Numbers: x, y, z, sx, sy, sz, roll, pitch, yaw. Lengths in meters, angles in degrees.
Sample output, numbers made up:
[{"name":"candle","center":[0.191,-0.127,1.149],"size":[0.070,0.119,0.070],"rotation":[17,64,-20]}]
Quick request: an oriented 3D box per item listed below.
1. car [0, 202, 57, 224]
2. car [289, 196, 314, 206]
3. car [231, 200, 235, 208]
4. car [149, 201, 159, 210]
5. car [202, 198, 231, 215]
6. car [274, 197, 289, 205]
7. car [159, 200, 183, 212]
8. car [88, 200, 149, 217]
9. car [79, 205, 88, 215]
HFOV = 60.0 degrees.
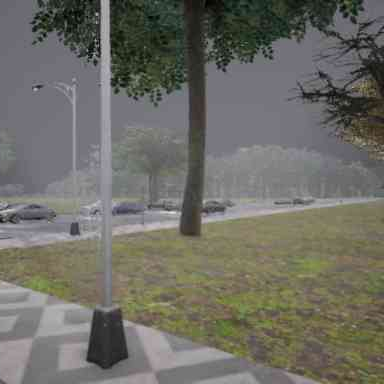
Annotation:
[{"name":"car","center":[-12.330,1.581,24.822],"size":[1.994,1.385,4.181],"rotation":[-1,0,35]},{"name":"car","center":[18.788,1.536,57.049],"size":[1.837,1.490,4.892],"rotation":[-1,-1,35]},{"name":"car","center":[4.356,1.604,48.232],"size":[2.033,1.411,5.357],"rotation":[-1,0,36]},{"name":"car","center":[-3.646,1.671,42.649],"size":[1.895,1.301,4.718],"rotation":[-1,0,35]},{"name":"car","center":[1.695,1.496,33.017],"size":[1.812,1.442,4.674],"rotation":[-1,0,35]},{"name":"car","center":[16.132,1.625,58.924],"size":[1.994,1.385,4.181],"rotation":[-1,-1,35]},{"name":"car","center":[-1.499,1.602,40.065],"size":[1.994,1.385,4.181],"rotation":[-1,0,35]},{"name":"car","center":[-6.985,1.574,32.358],"size":[2.033,1.411,5.357],"rotation":[-1,0,35]},{"name":"car","center":[-9.437,1.583,34.526],"size":[1.812,1.442,4.674],"rotation":[-1,0,35]}]
